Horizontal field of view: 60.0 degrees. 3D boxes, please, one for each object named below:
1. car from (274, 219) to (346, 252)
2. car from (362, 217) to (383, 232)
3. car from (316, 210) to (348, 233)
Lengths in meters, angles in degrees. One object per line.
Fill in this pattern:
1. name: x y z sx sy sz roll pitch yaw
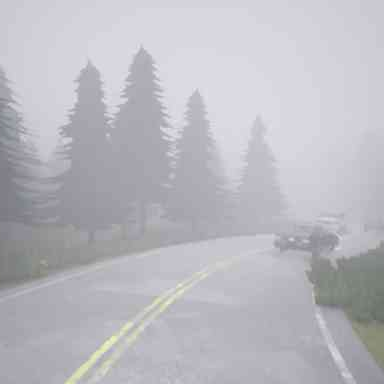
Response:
1. car: 5.930 2.317 16.884 2.033 1.411 5.357 3 -2 36
2. car: 19.562 3.518 35.991 2.128 1.511 4.902 2 -2 25
3. car: 12.915 2.743 30.676 2.150 2.045 5.566 3 -2 33
